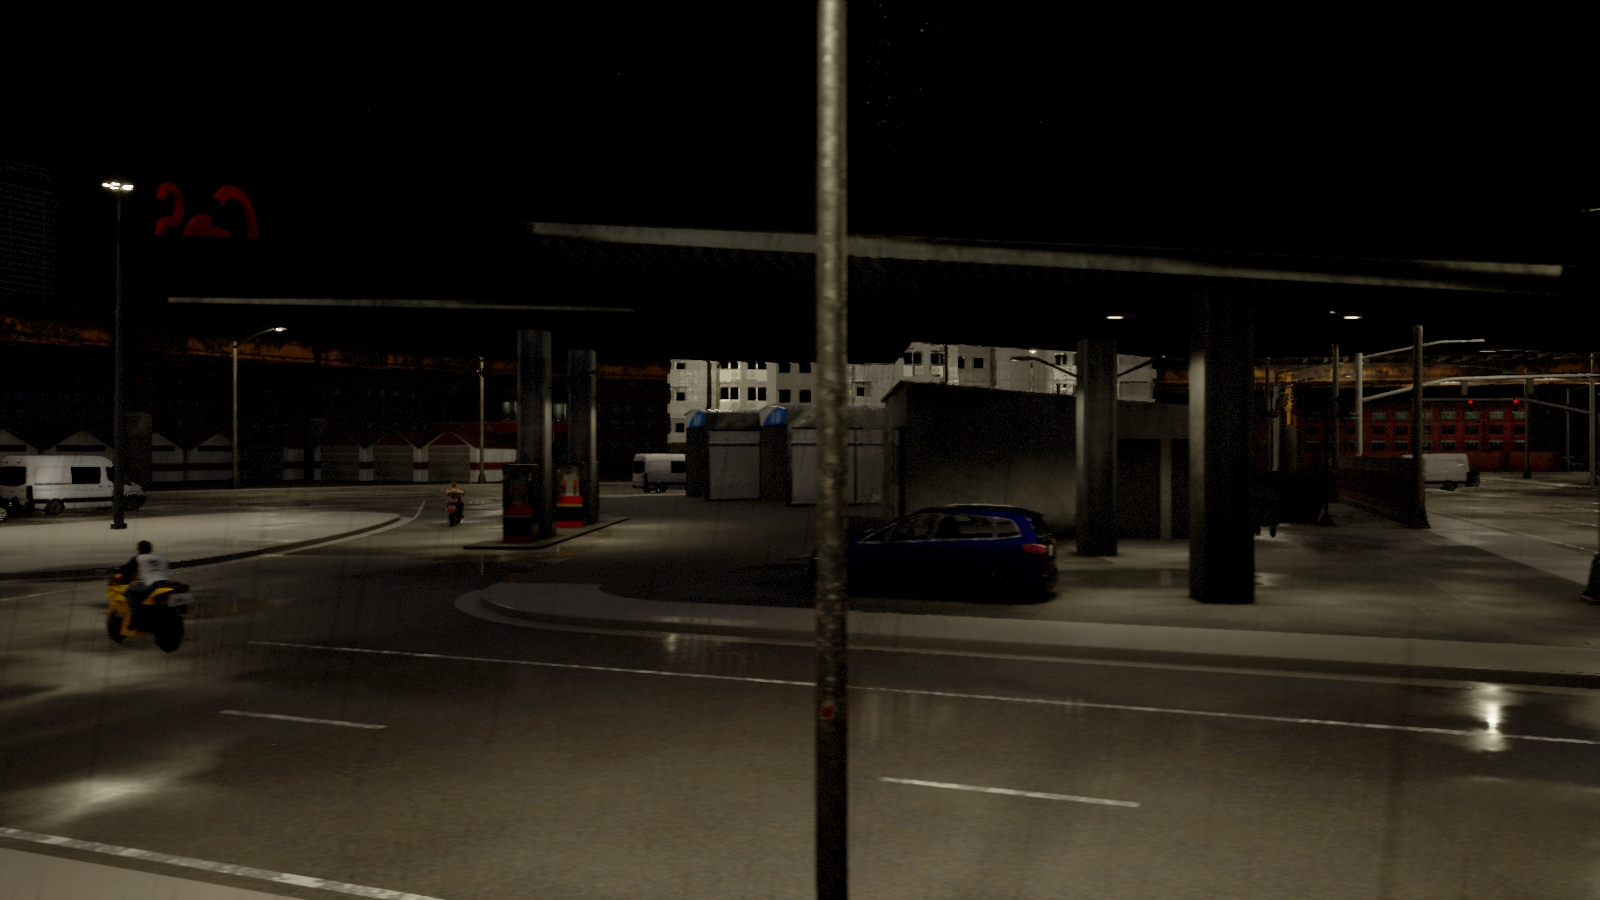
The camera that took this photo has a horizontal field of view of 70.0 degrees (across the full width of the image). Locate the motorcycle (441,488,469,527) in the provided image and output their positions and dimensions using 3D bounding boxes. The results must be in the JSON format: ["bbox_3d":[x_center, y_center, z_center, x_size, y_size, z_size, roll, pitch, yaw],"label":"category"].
[{"bbox_3d":[-12.889,2.138,42.743,0.764,1.332,2.356,0,0,-10],"label":"motorcycle"}]
